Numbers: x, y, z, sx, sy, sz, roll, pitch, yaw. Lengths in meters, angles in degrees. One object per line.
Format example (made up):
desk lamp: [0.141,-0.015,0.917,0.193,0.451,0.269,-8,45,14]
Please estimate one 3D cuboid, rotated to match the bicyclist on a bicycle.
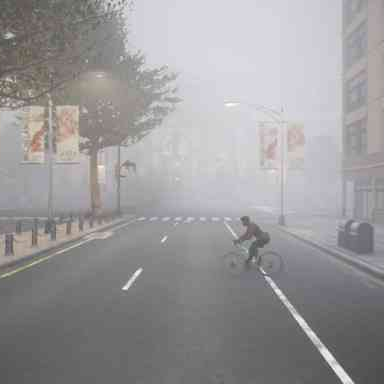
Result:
bicyclist on a bicycle: [1.560,1.448,8.715,1.656,1.620,0.582,0,0,2]
